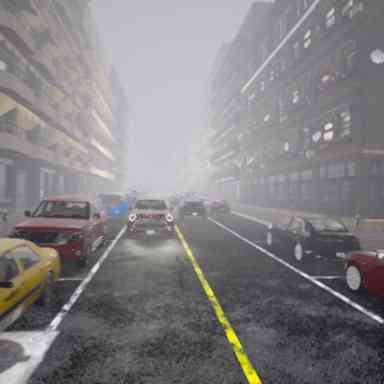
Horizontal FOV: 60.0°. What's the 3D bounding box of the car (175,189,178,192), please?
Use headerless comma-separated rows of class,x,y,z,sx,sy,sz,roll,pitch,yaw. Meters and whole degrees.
car,-1.571,0.571,60.861,1.967,1.590,4.097,2,1,-6

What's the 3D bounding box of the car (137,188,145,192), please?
car,-6.949,0.613,38.070,2.192,1.841,5.009,3,1,-6

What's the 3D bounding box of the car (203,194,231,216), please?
car,2.087,1.185,27.882,1.887,1.381,4.507,3,1,-6

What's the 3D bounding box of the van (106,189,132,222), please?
van,-5.136,0.904,21.579,1.690,1.788,3.998,3,1,-6

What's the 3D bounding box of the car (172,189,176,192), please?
car,-2.787,0.556,71.858,1.802,1.307,4.206,2,1,-6

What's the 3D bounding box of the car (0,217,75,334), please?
car,-3.314,1.374,4.924,1.752,1.417,4.829,3,1,-6

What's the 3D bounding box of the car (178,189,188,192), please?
car,-0.355,0.609,49.864,2.192,1.841,5.009,2,1,-6

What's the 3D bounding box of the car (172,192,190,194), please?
car,-1.678,1.009,38.829,1.895,1.301,4.718,1,1,-6

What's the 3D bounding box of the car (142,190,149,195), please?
car,-13.011,0.101,93.043,1.802,1.307,4.206,2,0,-6

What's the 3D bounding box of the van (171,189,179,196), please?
van,-4.592,0.097,88.349,1.690,1.788,3.998,2,0,-6

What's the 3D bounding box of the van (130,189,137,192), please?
van,-5.742,0.814,27.077,1.690,1.788,3.998,3,1,-6

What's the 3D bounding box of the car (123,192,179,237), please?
car,-1.994,1.066,16.152,2.097,1.767,4.553,1,1,-7

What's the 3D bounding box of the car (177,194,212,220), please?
car,-0.055,1.148,24.124,1.837,1.490,4.892,1,1,-6

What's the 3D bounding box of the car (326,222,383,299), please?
car,4.505,1.558,5.894,1.887,1.381,4.507,3,1,-6

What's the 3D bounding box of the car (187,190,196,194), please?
car,0.890,0.906,38.876,1.967,1.590,4.097,3,1,-6

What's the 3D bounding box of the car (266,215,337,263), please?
car,3.900,1.468,11.392,2.008,1.369,4.403,3,1,-6

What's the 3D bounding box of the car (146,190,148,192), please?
car,-8.775,0.610,54.564,1.947,1.339,4.313,3,1,-6

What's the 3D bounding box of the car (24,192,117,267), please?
car,-3.926,1.065,10.588,2.192,1.841,5.009,3,1,-6
